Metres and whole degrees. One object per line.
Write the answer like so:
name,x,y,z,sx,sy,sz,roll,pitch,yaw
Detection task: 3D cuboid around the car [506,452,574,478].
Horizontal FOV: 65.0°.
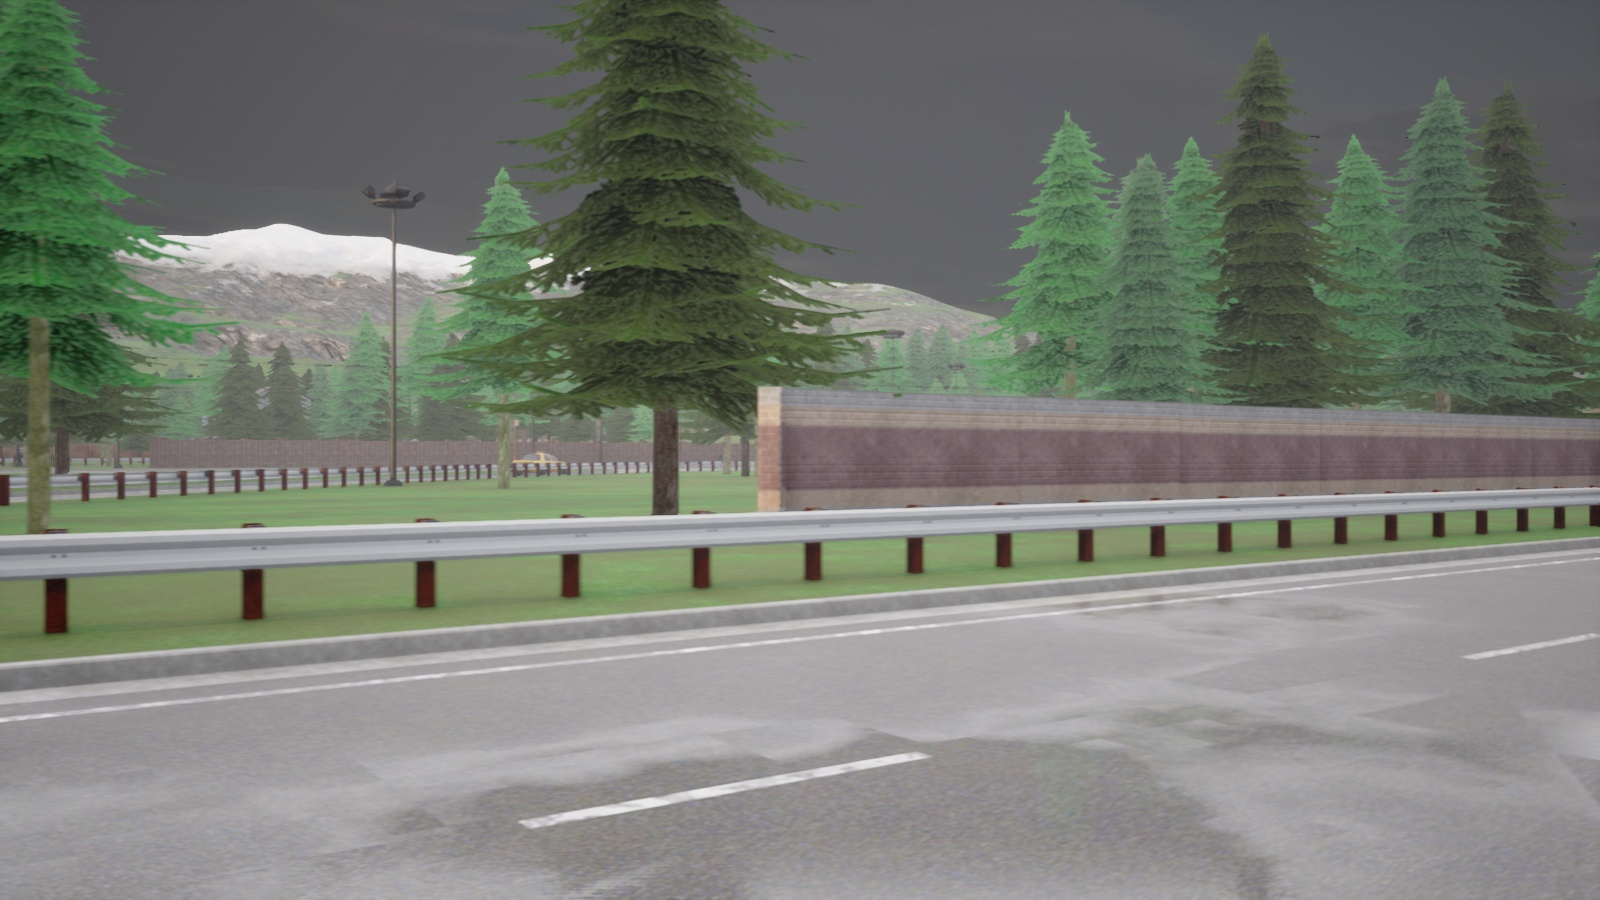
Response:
car,-16.289,0.912,78.908,1.801,1.575,5.366,0,0,17
